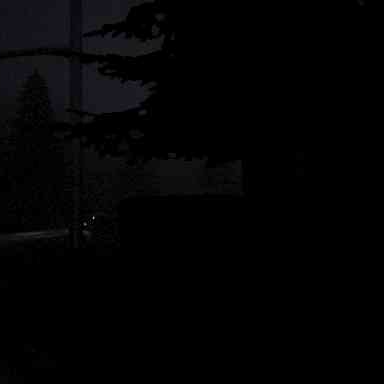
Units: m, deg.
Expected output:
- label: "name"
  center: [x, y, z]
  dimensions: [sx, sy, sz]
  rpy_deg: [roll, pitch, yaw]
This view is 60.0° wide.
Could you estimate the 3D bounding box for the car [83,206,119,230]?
- label: "car"
  center: [-5.019, 1.586, 21.412]
  dimensions: [1.895, 1.301, 4.718]
  rpy_deg: [0, 0, 36]
